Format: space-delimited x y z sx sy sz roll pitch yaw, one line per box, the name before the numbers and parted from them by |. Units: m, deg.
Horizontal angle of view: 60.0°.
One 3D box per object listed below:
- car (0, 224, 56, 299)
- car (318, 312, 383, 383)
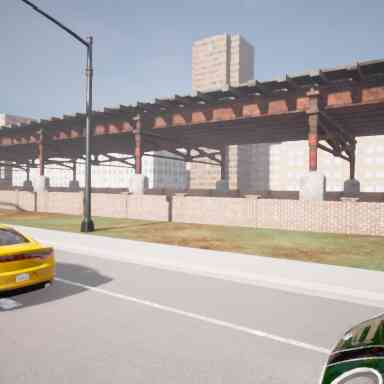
car | -5.218 1.452 7.721 5.008 1.535 1.882 0 0 36
car | 3.065 1.353 1.805 4.553 1.767 2.097 0 0 36
